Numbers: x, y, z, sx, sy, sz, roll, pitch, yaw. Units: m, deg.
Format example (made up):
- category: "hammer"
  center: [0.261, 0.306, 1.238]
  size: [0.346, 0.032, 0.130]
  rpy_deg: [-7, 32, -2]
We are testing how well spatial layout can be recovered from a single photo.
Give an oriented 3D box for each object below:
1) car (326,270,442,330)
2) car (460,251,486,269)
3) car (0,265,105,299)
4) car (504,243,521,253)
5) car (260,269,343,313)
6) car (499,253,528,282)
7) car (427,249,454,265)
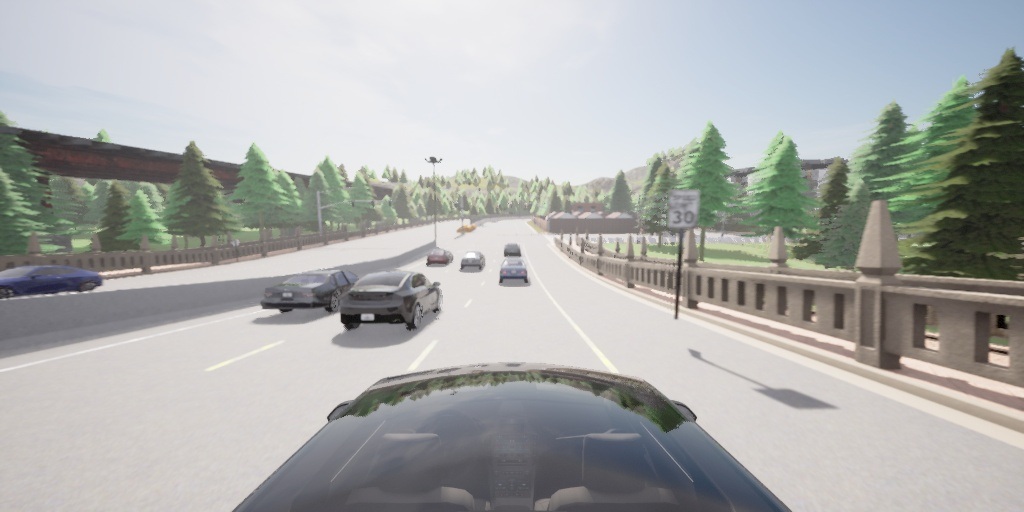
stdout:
- category: "car"
  center: [-3.401, 1.192, 10.869]
  size: [1.837, 1.490, 4.892]
  rpy_deg: [0, 0, 0]
- category: "car"
  center: [-3.418, 0.264, 31.761]
  size: [2.033, 1.411, 5.357]
  rpy_deg: [0, 5, 0]
- category: "car"
  center: [-21.044, 1.145, 15.741]
  size: [1.812, 1.442, 4.674]
  rpy_deg: [0, 1, 0]
- category: "car"
  center: [0.033, -0.869, 41.955]
  size: [1.994, 1.385, 4.181]
  rpy_deg: [0, 8, 0]
- category: "car"
  center: [-6.900, 1.209, 13.530]
  size: [2.033, 1.411, 5.357]
  rpy_deg: [0, 1, 0]
- category: "car"
  center: [0.100, 0.848, 23.848]
  size: [2.033, 1.411, 5.357]
  rpy_deg: [0, 3, 0]
- category: "car"
  center: [-6.931, -0.014, 34.785]
  size: [1.994, 1.385, 4.181]
  rpy_deg: [0, 6, 0]
